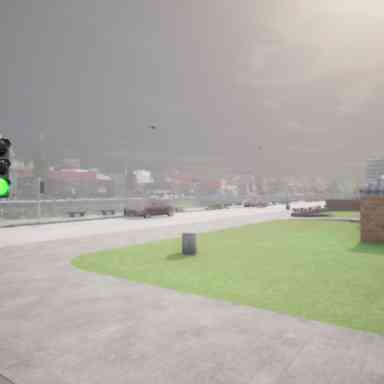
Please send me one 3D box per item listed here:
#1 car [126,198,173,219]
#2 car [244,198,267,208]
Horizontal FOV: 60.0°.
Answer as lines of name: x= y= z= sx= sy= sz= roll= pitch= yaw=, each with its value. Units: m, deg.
car: x=-3.680 y=1.374 z=29.331 sx=2.097 sy=1.767 sz=4.553 roll=0 pitch=0 yaw=36
car: x=8.924 y=1.585 z=46.937 sx=1.994 sy=1.385 sz=4.181 roll=0 pitch=0 yaw=36
